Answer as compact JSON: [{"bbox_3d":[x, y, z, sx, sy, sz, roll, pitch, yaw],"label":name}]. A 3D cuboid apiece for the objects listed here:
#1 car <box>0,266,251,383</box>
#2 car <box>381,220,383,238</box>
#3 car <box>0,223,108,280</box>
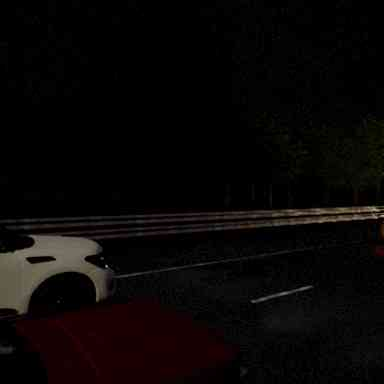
[{"bbox_3d":[-1.799,1.600,2.465,4.718,1.301,1.895,1,0,-36],"label":"car"},{"bbox_3d":[10.989,1.614,15.888,5.008,1.535,1.882,1,0,-36],"label":"car"},{"bbox_3d":[-4.050,1.219,5.156,5.566,2.045,2.150,0,0,-36],"label":"car"}]
